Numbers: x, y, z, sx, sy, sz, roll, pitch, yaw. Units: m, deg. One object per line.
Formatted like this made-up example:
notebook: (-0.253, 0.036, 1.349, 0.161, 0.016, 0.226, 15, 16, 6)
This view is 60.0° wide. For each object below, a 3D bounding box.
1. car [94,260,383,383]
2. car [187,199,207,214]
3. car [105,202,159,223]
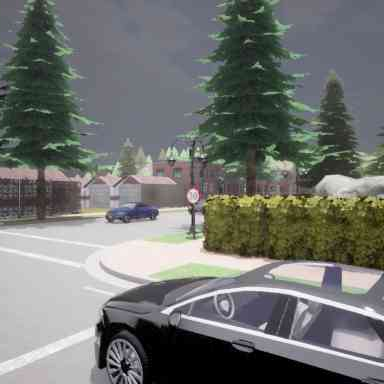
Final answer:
car: (0.986, 1.492, 3.378, 4.902, 1.511, 2.128, 0, 0, 38)
car: (1.498, 1.453, 33.452, 2.128, 1.511, 4.902, 0, 0, 37)
car: (-4.404, 1.487, 25.206, 1.812, 1.442, 4.674, 0, 0, 34)
